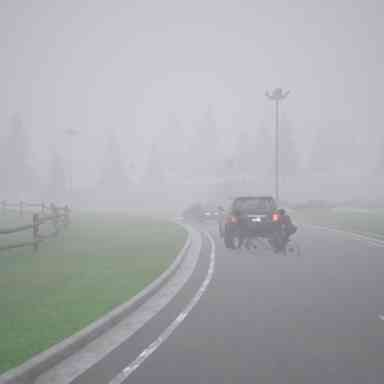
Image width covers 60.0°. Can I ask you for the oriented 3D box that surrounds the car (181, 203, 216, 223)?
[{"bbox_3d":[0.814,1.547,25.378,2.033,1.411,5.357,0,0,-20],"label":"car"}]

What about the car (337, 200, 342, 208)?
[{"bbox_3d":[14.899,1.548,40.588,5.357,1.411,2.033,0,0,2],"label":"car"}]

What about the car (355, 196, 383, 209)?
[{"bbox_3d":[24.544,1.351,43.695,4.553,1.767,2.097,0,0,2],"label":"car"}]

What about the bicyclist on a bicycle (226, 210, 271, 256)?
[{"bbox_3d":[1.829,1.444,11.922,1.656,1.620,0.582,10,24,44],"label":"bicyclist on a bicycle"}]

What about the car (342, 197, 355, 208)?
[{"bbox_3d":[23.100,1.477,47.252,5.008,1.535,1.882,0,0,2],"label":"car"}]

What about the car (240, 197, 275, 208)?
[{"bbox_3d":[9.358,1.525,47.819,4.674,1.442,1.812,0,0,2],"label":"car"}]

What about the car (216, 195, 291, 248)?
[{"bbox_3d":[2.448,1.198,14.890,2.150,2.045,5.566,-1,-2,1],"label":"car"}]

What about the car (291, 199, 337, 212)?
[{"bbox_3d":[13.246,1.525,37.155,4.674,1.442,1.812,0,0,2],"label":"car"}]

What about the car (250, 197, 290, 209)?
[{"bbox_3d":[10.312,1.477,44.276,5.008,1.535,1.882,0,0,2],"label":"car"}]

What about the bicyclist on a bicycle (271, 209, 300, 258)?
[{"bbox_3d":[3.194,1.445,11.773,0.582,1.620,1.656,0,11,-38],"label":"bicyclist on a bicycle"}]
